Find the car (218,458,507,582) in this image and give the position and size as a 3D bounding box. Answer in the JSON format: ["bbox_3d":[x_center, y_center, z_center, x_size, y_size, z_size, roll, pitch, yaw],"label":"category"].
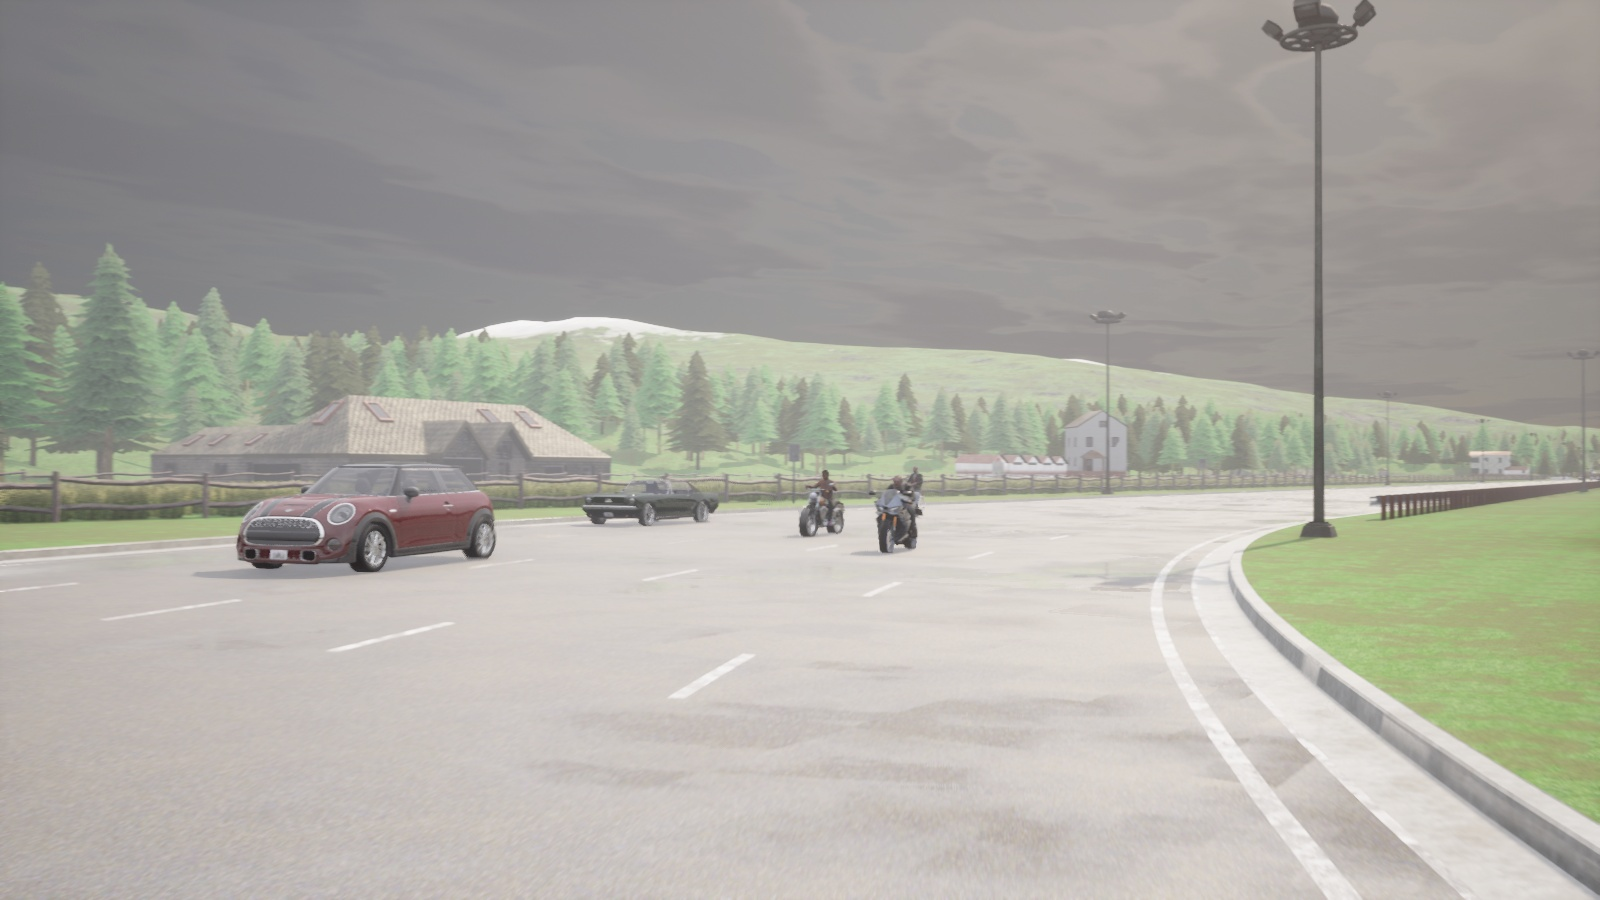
[{"bbox_3d":[-6.870,1.032,20.346,2.097,1.767,4.553,0,-1,18],"label":"car"}]

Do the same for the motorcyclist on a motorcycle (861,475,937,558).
[{"bbox_3d":[1.964,1.256,24.579,0.866,1.530,2.191,0,-1,22],"label":"motorcyclist on a motorcycle"}]

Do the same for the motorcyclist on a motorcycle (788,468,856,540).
[{"bbox_3d":[0.563,1.271,30.300,0.766,1.649,2.350,0,-1,24],"label":"motorcyclist on a motorcycle"}]

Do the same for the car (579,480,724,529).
[{"bbox_3d":[-4.234,1.540,36.601,1.895,1.301,4.718,-1,-1,26],"label":"car"}]
